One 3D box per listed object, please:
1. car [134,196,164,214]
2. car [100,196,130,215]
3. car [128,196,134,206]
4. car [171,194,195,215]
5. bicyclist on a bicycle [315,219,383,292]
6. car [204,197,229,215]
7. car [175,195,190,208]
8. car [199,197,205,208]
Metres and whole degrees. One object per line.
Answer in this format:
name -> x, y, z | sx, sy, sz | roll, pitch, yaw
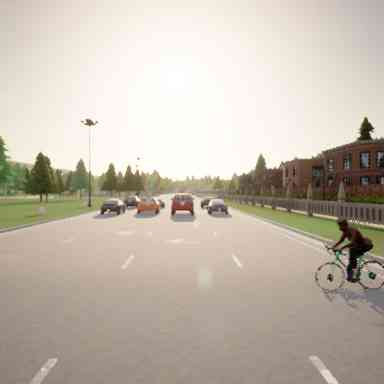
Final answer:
car -> -4.474, 1.323, 35.285 | 2.097, 1.767, 4.553 | 0, 0, -1
car -> -7.940, 1.478, 33.815 | 1.837, 1.490, 4.892 | 0, 0, -1
car -> -8.344, 1.315, 46.539 | 2.097, 1.767, 4.553 | 0, 0, -1
car -> -0.928, 1.194, 33.357 | 2.150, 2.045, 5.566 | 0, 0, -1
bicyclist on a bicycle -> 3.575, 1.438, 7.496 | 1.656, 1.620, 0.582 | -2, 0, -2
car -> 2.560, 1.497, 34.060 | 1.812, 1.442, 4.674 | 0, 0, -1
car -> -1.358, 1.314, 47.164 | 2.097, 1.767, 4.553 | 0, 0, -1
car -> 2.160, 1.465, 46.386 | 1.837, 1.490, 4.892 | 0, 0, -1
